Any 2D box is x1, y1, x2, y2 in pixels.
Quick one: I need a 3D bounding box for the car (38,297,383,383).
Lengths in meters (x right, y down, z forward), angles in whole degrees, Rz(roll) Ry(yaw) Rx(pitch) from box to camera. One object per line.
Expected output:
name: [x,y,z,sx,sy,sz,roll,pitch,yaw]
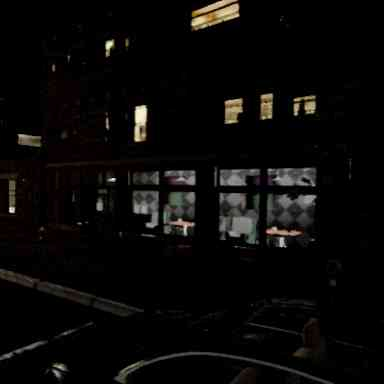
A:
car: [0.597,1.548,2.449,4.403,1.369,2.008,0,1,36]
